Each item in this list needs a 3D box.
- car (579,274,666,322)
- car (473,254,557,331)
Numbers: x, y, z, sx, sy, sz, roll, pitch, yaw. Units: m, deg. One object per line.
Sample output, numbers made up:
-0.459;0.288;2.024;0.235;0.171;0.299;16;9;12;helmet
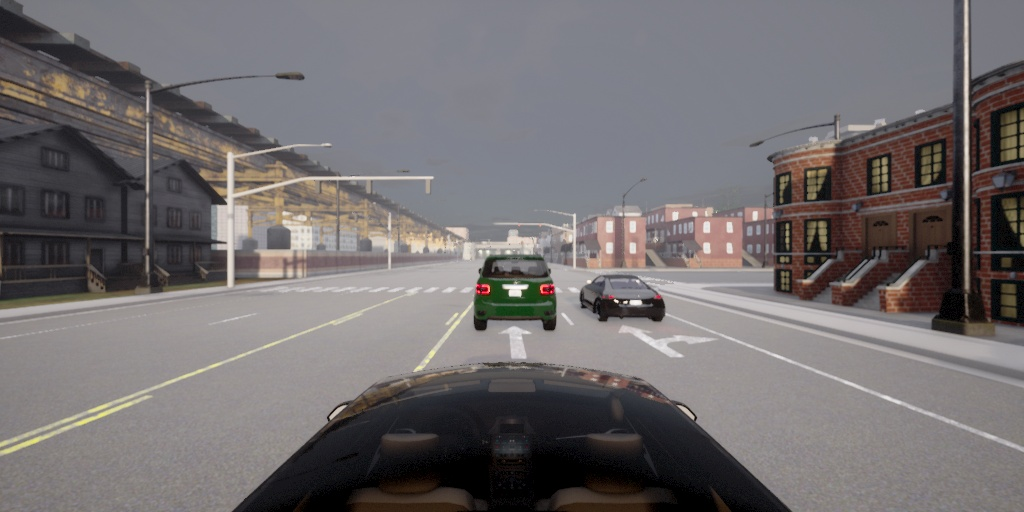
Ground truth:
3.586;1.307;12.317;1.994;1.385;4.181;0;0;1;car
0.086;0.965;11.147;2.150;2.045;5.566;0;0;0;car
